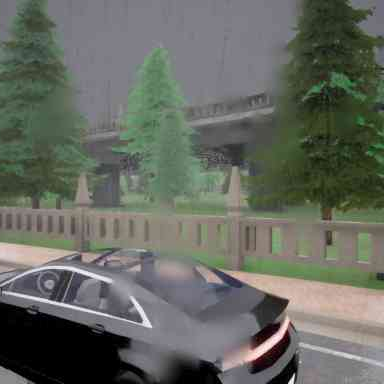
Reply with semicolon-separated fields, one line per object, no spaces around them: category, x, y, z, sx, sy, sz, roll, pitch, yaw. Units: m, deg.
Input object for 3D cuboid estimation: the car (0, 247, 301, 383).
car;-1.183;1.492;4.242;4.902;1.511;2.128;0;0;33
